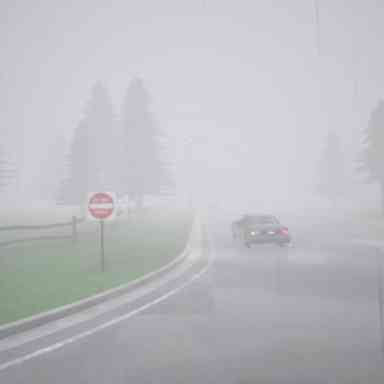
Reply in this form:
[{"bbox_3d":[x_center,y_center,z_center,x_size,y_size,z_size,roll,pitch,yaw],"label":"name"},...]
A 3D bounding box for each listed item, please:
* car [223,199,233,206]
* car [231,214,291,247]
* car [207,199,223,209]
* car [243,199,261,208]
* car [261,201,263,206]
[{"bbox_3d":[8.286,2.607,78.144,1.812,1.442,4.674,-1,-1,2],"label":"car"},{"bbox_3d":[3.142,1.760,16.151,2.033,1.411,5.357,-1,-1,-2],"label":"car"},{"bbox_3d":[4.288,2.450,63.050,2.033,1.411,5.357,-1,-1,2],"label":"car"},{"bbox_3d":[11.285,2.325,62.967,1.837,1.490,4.892,-1,-1,2],"label":"car"},{"bbox_3d":[15.276,2.473,77.758,1.882,1.535,5.008,-1,-1,2],"label":"car"}]
